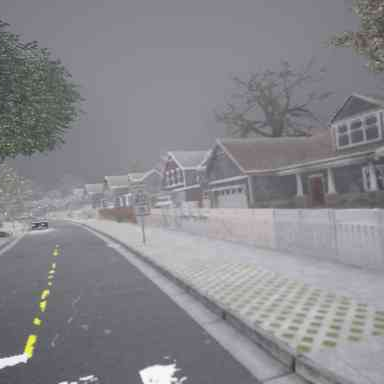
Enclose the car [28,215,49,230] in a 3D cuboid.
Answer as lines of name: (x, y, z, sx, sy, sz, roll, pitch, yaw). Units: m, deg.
car: (-19.024, 3.909, 41.619, 1.895, 1.301, 4.718, -5, -1, -25)
